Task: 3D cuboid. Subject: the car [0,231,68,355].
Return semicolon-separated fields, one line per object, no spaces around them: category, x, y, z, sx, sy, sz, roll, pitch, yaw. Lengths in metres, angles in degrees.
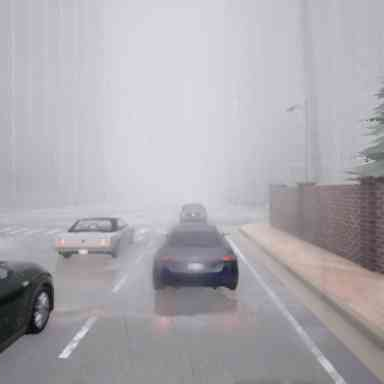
car;-3.405;1.350;3.894;2.097;1.767;4.553;0;0;0

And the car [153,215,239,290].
car;0.091;1.559;9.105;1.994;1.385;4.181;0;0;0

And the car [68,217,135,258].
car;-3.402;1.593;12.671;1.895;1.301;4.718;0;0;0

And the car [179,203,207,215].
car;0.095;1.493;23.184;2.033;1.411;5.357;0;0;0
